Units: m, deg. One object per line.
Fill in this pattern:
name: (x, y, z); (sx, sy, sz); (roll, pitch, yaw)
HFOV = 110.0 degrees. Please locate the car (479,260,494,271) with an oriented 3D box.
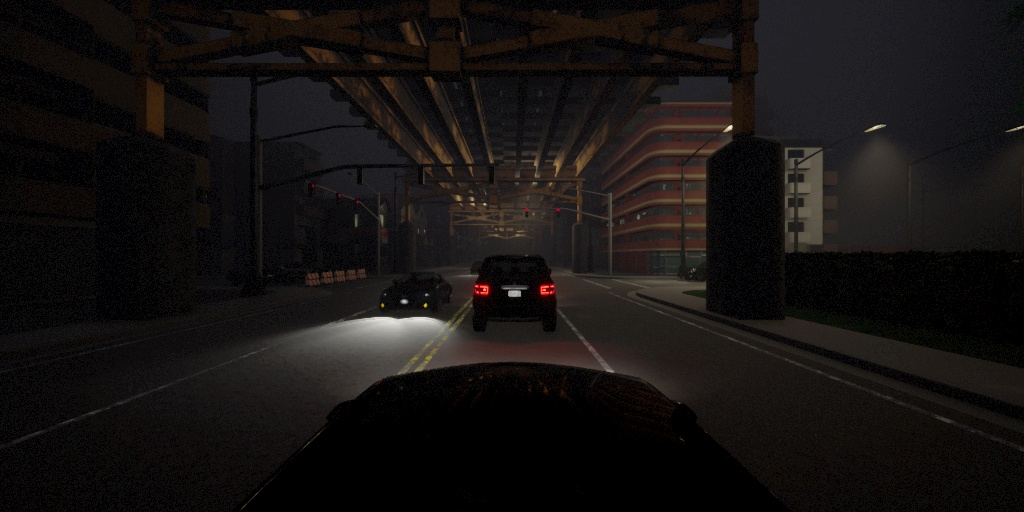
car: (-3.556, 1.276, 50.779); (1.812, 1.442, 4.674); (0, 0, 0)

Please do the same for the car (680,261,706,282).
car: (15.676, 1.102, 28.078); (4.553, 1.767, 2.097); (0, 0, 0)

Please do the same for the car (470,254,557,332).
car: (0.076, 0.971, 11.054); (2.150, 2.045, 5.566); (0, 0, 0)

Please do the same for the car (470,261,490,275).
car: (-3.569, 1.276, 40.690); (1.812, 1.442, 4.674); (0, 0, 0)

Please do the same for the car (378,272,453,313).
car: (-3.535, 1.314, 13.800); (1.994, 1.385, 4.181); (0, 0, 1)
